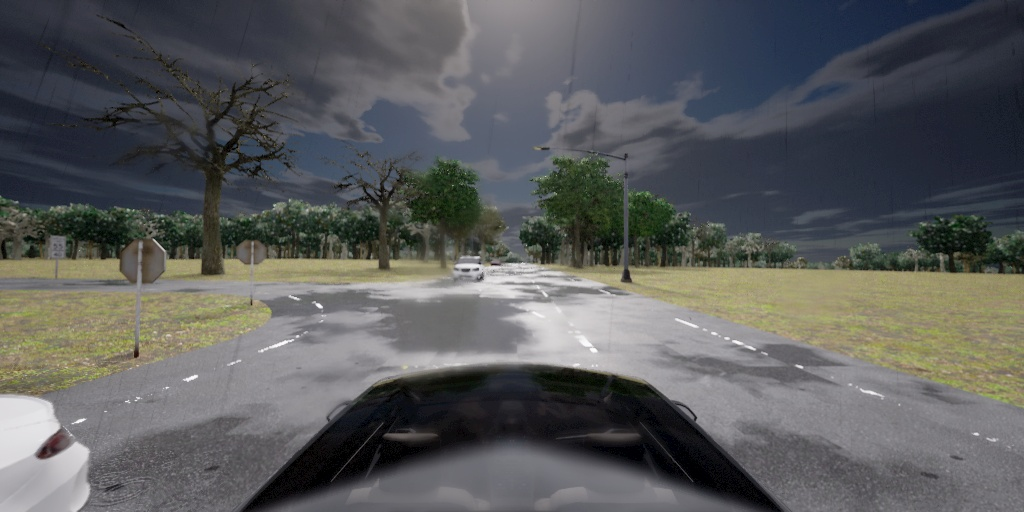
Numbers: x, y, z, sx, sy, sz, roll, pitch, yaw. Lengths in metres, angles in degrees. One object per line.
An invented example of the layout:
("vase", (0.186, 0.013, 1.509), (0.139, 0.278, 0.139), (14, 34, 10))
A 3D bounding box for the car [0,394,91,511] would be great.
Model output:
("car", (-3.497, 1.274, 0.241), (1.812, 1.442, 4.674), (0, 0, 0))

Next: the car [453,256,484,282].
("car", (-3.549, 1.055, 30.206), (2.150, 2.045, 5.566), (0, 0, 0))
